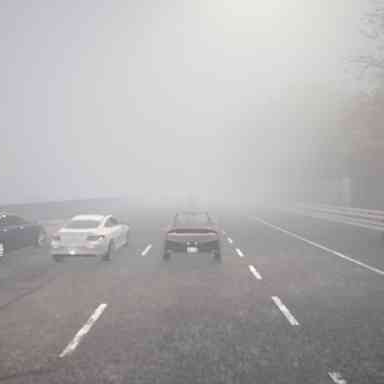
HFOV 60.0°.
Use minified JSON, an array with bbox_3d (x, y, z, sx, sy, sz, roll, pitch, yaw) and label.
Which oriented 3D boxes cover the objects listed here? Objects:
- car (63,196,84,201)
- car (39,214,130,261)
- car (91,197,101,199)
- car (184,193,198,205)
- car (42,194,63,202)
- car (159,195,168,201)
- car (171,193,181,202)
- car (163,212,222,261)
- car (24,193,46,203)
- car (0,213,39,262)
[{"bbox_3d":[-20.980,1.459,60.218,1.837,1.490,4.892,0,0,0],"label":"car"},{"bbox_3d":[-3.496,1.514,12.038,1.812,1.442,4.674,0,0,0],"label":"car"},{"bbox_3d":[-17.476,1.553,60.205,1.895,1.301,4.718,0,0,0],"label":"car"},{"bbox_3d":[0.029,1.431,55.311,2.128,1.511,4.902,0,0,0],"label":"car"},{"bbox_3d":[-24.471,1.518,60.044,2.033,1.411,5.357,0,0,0],"label":"car"},{"bbox_3d":[-6.955,1.440,81.517,1.812,1.442,4.674,0,0,0],"label":"car"},{"bbox_3d":[-3.460,1.519,71.634,1.895,1.301,4.718,0,0,0],"label":"car"},{"bbox_3d":[0.007,1.478,12.207,2.128,1.511,4.902,0,0,0],"label":"car"},{"bbox_3d":[-27.916,1.173,59.673,2.150,2.045,5.566,0,0,1],"label":"car"},{"bbox_3d":[-6.994,1.497,11.935,1.837,1.490,4.892,0,0,0],"label":"car"}]
